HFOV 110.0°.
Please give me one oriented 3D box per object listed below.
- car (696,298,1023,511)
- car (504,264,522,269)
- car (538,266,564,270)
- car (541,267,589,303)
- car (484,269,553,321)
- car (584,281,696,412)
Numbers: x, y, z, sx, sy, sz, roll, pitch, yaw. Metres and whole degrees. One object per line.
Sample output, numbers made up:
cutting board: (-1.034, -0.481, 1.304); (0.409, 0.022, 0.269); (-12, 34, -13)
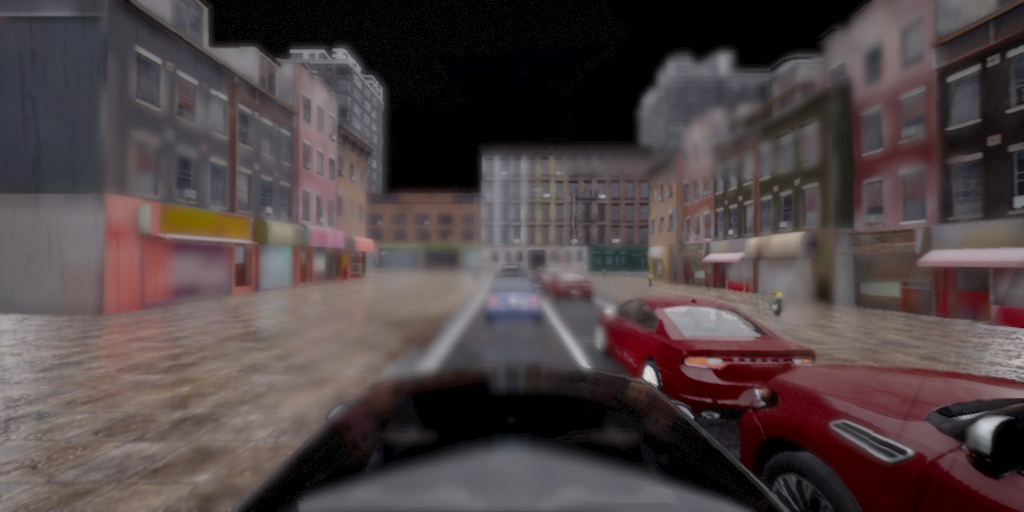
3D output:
car: (2.637, 1.058, 0.457); (2.192, 1.841, 5.009); (0, 0, 0)
car: (0.086, 1.428, 29.262); (1.837, 1.490, 4.892); (0, 0, 0)
car: (2.650, 1.319, 22.471); (1.967, 1.591, 4.097); (0, 0, 0)
car: (2.647, 1.389, 16.968); (1.888, 1.381, 4.507); (0, 0, 0)
car: (0.069, 1.365, 12.692); (2.033, 1.411, 5.357); (0, 0, 0)
car: (2.640, 1.321, 5.961); (1.888, 1.381, 4.507); (0, 0, 0)
